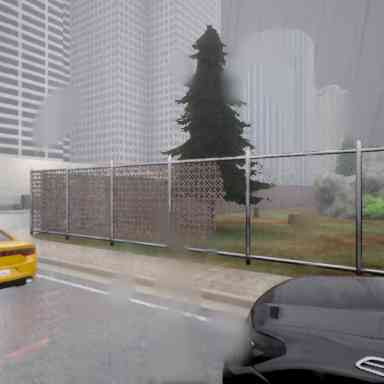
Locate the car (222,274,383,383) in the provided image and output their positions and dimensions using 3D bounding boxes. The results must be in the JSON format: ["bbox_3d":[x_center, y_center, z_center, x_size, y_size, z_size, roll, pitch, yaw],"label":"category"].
[{"bbox_3d":[2.918,1.221,1.954,5.566,2.045,2.150,0,0,35],"label":"car"}]

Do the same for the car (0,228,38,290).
[{"bbox_3d":[-5.797,1.478,8.106,5.008,1.535,1.882,0,0,35],"label":"car"}]
